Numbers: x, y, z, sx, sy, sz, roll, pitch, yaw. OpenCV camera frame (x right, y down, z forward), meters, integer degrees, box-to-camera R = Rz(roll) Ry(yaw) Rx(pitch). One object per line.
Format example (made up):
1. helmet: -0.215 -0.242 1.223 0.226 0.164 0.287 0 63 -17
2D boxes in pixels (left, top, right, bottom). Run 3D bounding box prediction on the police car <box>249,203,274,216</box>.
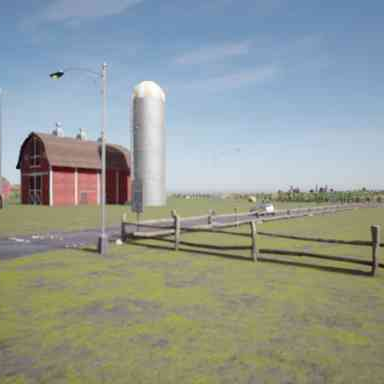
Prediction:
1. police car: 8.744 2.133 41.424 2.038 1.542 4.974 -1 -1 35
